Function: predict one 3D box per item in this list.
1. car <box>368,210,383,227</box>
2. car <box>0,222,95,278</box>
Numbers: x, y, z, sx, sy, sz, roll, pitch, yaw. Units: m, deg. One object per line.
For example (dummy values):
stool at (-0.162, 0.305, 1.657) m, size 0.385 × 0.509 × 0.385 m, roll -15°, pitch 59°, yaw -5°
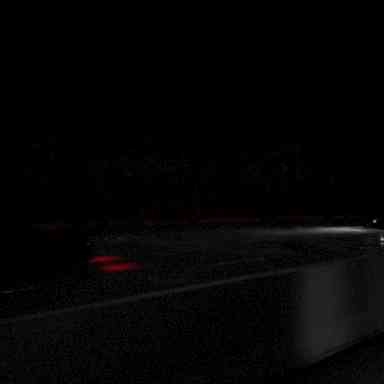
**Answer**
car at (14.498, 1.715, 23.089) m, size 4.902 × 1.511 × 2.128 m, roll 1°, pitch 0°, yaw -21°
car at (-5.362, 1.515, 8.637) m, size 5.357 × 1.411 × 2.033 m, roll 1°, pitch 0°, yaw -35°
